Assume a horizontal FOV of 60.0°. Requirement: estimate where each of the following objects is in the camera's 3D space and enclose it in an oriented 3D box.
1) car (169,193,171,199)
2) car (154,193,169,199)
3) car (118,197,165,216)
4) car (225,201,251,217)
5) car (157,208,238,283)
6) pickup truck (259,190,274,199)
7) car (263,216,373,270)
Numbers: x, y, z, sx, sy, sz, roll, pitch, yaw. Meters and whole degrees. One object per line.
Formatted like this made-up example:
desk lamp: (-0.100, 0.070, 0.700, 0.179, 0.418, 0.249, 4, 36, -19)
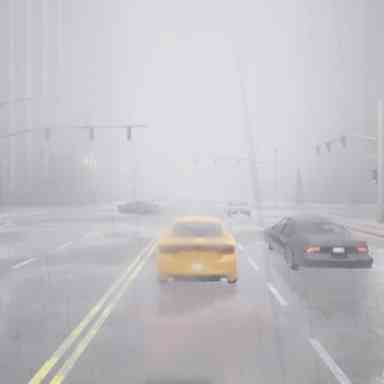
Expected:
car: (-6.095, 0.948, 79.632, 1.882, 1.535, 5.008, 0, 0, 1)
car: (-6.295, 1.067, 64.180, 2.128, 1.511, 4.902, 0, 0, 1)
car: (-4.812, 1.365, 29.913, 4.181, 1.385, 1.994, 0, 0, 43)
car: (3.909, 1.406, 29.147, 1.895, 1.301, 4.718, 0, 0, 1)
car: (0.159, 1.414, 9.472, 1.882, 1.535, 5.008, 0, 0, 1)
pickup truck: (17.502, 0.541, 77.352, 2.390, 2.098, 6.274, 0, 0, 31)
car: (3.683, 1.474, 10.759, 2.033, 1.411, 5.357, 0, 0, 1)
